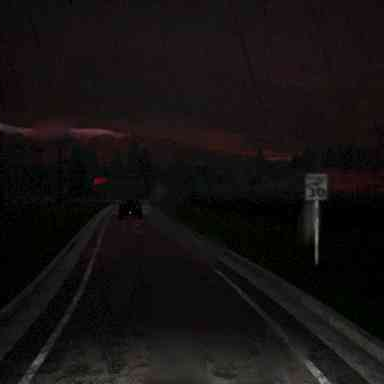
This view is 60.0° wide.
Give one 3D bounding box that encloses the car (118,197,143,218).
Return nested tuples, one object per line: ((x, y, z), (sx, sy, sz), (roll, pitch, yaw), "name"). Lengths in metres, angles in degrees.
((-5.241, 1.391, 28.362), (2.128, 1.511, 4.902), (0, 0, -10), "car")

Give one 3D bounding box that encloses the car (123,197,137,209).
((-8.182, 1.369, 44.059), (1.812, 1.442, 4.674), (0, 0, -10), "car")
